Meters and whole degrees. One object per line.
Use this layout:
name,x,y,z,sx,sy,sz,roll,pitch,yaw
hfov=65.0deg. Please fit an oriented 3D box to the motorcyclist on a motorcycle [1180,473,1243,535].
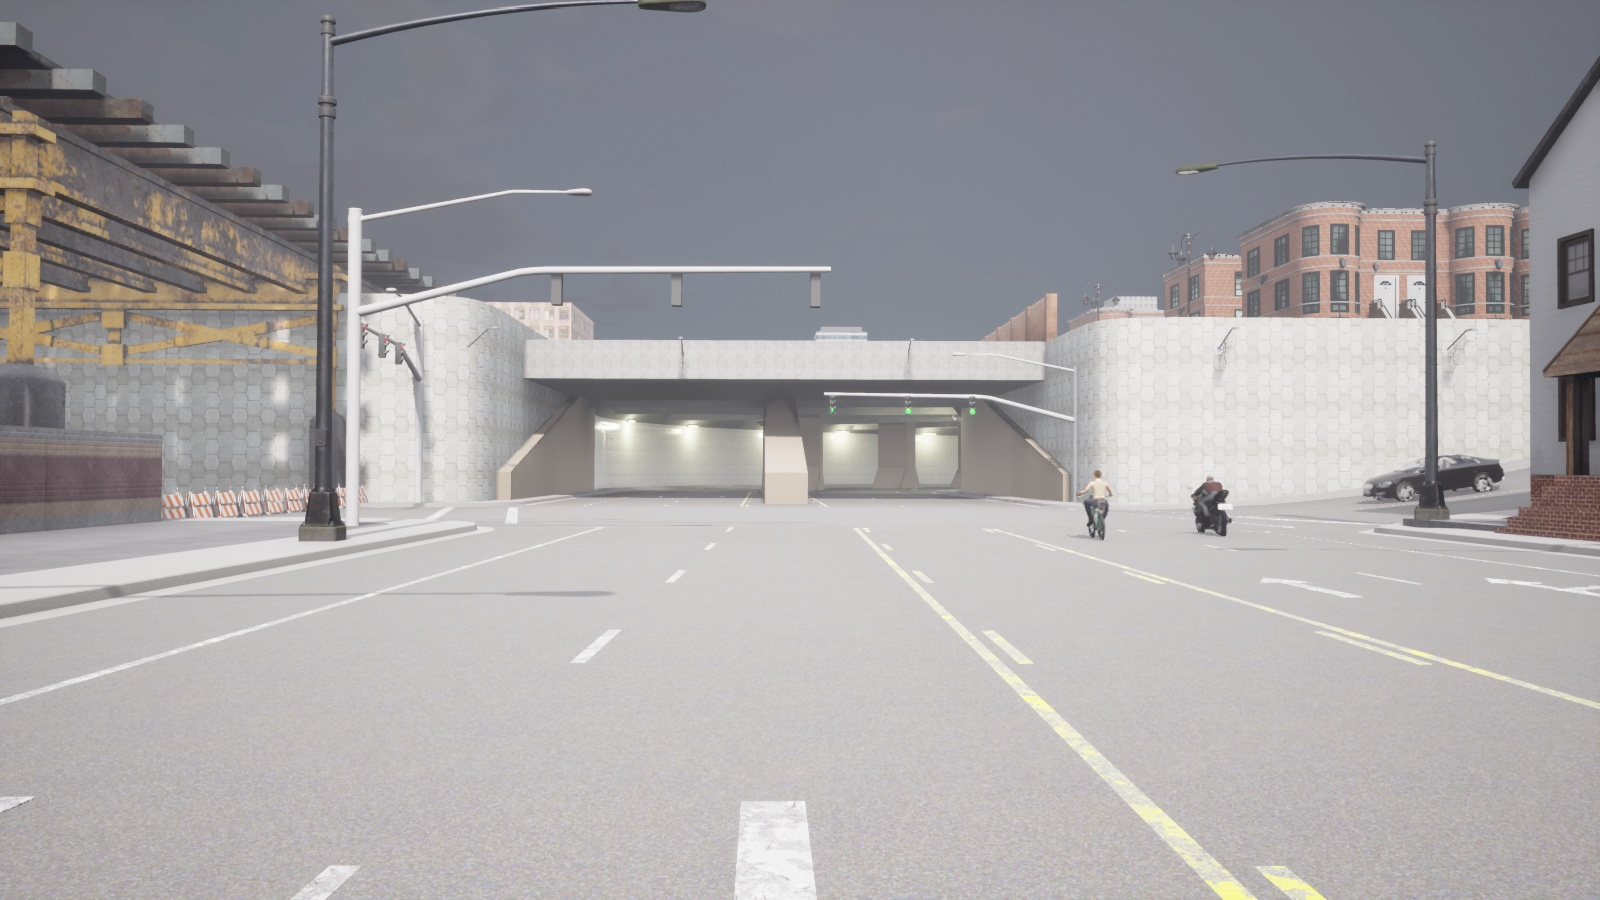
motorcyclist on a motorcycle,10.409,1.343,31.853,0.866,1.530,2.191,0,-1,0

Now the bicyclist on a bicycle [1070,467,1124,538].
bicyclist on a bicycle,6.918,1.215,29.319,0.866,1.612,1.509,0,-1,0

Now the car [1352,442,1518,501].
car,23.388,0.781,46.418,4.902,1.511,2.128,-7,-1,-1
